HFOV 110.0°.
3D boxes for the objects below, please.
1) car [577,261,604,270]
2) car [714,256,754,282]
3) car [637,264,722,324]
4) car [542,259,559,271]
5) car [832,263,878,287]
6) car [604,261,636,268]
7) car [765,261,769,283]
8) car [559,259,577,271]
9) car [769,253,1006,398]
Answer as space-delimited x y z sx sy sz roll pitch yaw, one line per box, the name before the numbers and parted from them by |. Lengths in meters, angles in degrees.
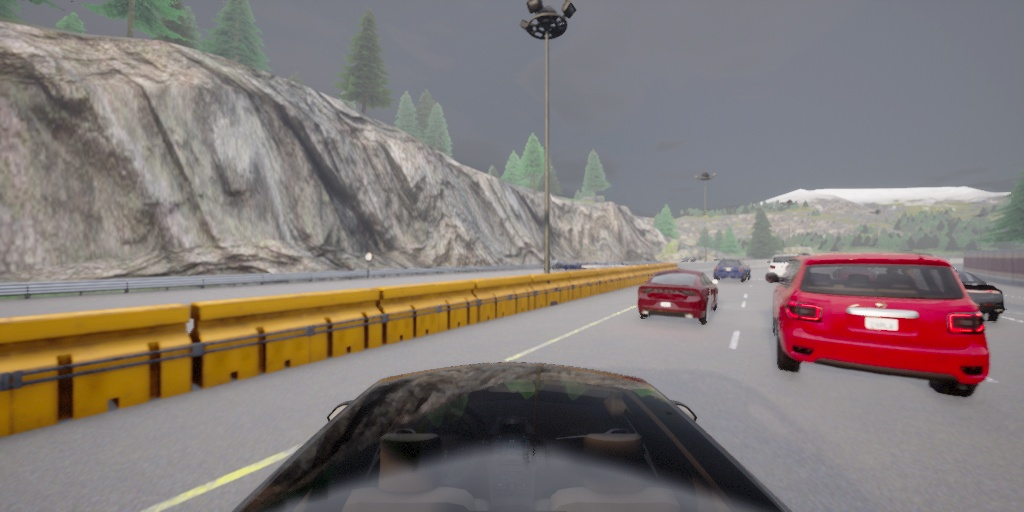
car | 9.862 1.256 41.420 1.895 1.301 4.718 0 0 41
car | 17.395 1.032 28.267 2.097 1.767 4.553 0 0 39
car | 5.718 1.201 12.118 1.882 1.535 5.008 0 0 34
car | 5.829 1.170 47.373 1.812 1.442 4.674 0 0 42
car | 23.653 1.248 24.883 1.994 1.385 4.181 0 0 39
car | 12.127 1.261 38.680 1.895 1.301 4.718 0 0 41
car | 19.845 0.906 25.783 2.150 2.045 5.566 0 0 39
car | 8.313 1.249 44.933 1.895 1.301 4.718 0 0 42
car | 6.378 0.959 6.906 2.150 2.045 5.566 0 1 35
